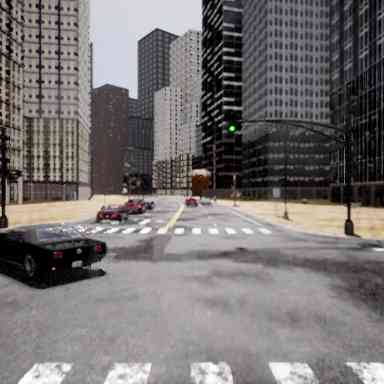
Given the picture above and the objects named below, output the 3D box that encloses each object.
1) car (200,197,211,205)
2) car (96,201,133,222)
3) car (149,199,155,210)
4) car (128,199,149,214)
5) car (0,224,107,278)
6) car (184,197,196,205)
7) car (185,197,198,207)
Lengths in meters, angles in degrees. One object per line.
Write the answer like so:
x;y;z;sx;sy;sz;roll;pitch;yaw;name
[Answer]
2.827;1.822;67.879;1.812;1.442;4.674;0;0;-4;car
-6.543;1.712;27.676;1.994;1.385;4.181;0;0;0;car
-6.503;1.724;48.216;2.128;1.511;4.902;0;0;0;car
-6.524;1.544;37.926;2.097;1.767;4.553;0;0;0;car
-4.847;1.656;10.485;4.718;1.301;1.895;0;0;39;car
-0.472;1.818;68.720;2.128;1.511;4.902;0;0;-4;car
0.004;1.794;58.545;1.812;1.442;4.674;0;0;-2;car
